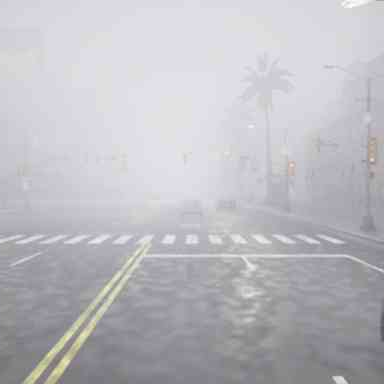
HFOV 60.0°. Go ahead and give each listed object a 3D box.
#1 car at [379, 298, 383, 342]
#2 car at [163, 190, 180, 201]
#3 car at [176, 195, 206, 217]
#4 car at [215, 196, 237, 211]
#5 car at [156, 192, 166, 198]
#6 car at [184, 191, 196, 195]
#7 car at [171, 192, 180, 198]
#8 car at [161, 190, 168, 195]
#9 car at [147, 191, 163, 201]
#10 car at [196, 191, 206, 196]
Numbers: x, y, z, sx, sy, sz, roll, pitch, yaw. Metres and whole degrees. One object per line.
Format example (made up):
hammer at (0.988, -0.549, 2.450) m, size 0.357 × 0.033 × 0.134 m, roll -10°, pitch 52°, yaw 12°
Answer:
car at (3.560, 1.324, 2.604) m, size 2.097 × 1.767 × 4.553 m, roll 0°, pitch 1°, yaw 0°
car at (-3.845, 0.593, 64.390) m, size 2.150 × 2.045 × 5.566 m, roll 0°, pitch 1°, yaw 0°
car at (-0.042, 1.275, 27.764) m, size 2.033 × 1.411 × 5.357 m, roll 0°, pitch 1°, yaw 0°
car at (3.425, 1.139, 34.459) m, size 1.882 × 1.535 × 5.008 m, roll 0°, pitch 1°, yaw 0°
car at (-7.406, 0.780, 79.437) m, size 1.994 × 1.385 × 4.181 m, roll 0°, pitch 1°, yaw 0°
car at (-0.621, 0.626, 91.742) m, size 1.812 × 1.442 × 4.674 m, roll 0°, pitch 1°, yaw -4°
car at (-3.910, 0.742, 80.273) m, size 1.812 × 1.442 × 4.674 m, roll 0°, pitch 1°, yaw 0°
car at (-7.930, 0.216, 94.858) m, size 1.812 × 1.442 × 4.674 m, roll 0°, pitch 1°, yaw -7°
car at (-7.347, 0.730, 63.981) m, size 2.097 × 1.767 × 4.553 m, roll 0°, pitch 1°, yaw 0°
car at (2.836, 0.646, 92.477) m, size 1.994 × 1.385 × 4.181 m, roll 0°, pitch 1°, yaw -4°
